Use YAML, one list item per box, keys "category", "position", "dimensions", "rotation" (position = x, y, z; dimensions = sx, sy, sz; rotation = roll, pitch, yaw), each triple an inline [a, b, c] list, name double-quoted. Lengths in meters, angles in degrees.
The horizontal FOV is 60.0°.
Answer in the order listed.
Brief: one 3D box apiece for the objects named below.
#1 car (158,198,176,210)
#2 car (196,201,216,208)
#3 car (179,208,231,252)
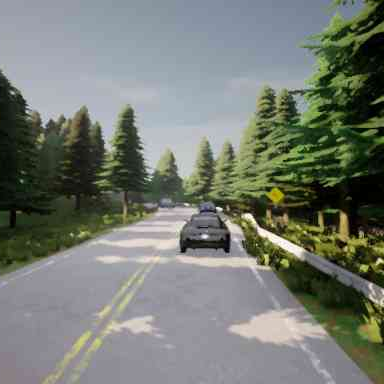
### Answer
- category: "car"
  position: [-3.511, 1.586, 45.212]
  dimensions: [1.812, 1.442, 4.674]
  rotation: [1, 0, -15]
- category: "car"
  position: [1.467, 1.645, 35.253]
  dimensions: [2.033, 1.411, 5.357]
  rotation: [0, 0, -3]
- category: "car"
  position: [0.569, 1.595, 14.110]
  dimensions: [1.994, 1.385, 4.181]
  rotation: [0, 0, 3]
